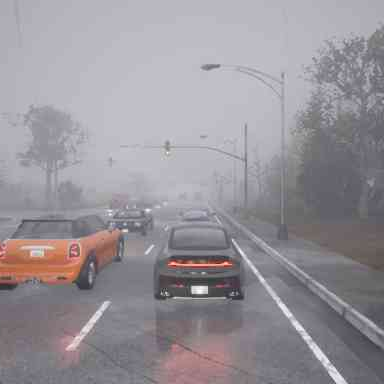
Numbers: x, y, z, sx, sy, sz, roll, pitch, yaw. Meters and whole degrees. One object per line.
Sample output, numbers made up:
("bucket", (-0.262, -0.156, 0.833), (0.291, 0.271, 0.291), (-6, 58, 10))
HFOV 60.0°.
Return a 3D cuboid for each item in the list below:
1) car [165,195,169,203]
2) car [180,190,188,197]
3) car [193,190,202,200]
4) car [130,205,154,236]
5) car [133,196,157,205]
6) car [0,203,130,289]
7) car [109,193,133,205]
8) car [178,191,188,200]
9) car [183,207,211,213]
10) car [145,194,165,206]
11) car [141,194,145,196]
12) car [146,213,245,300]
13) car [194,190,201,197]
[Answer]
("car", (-5.885, 1.409, 68.231), (1.994, 1.385, 4.181), (0, 2, 2))
("car", (-2.047, 0.341, 85.621), (1.812, 1.442, 4.674), (0, 3, 1))
("car", (1.252, 1.053, 75.139), (2.033, 1.411, 5.357), (0, 3, 1))
("car", (-3.250, 1.601, 18.449), (1.895, 1.301, 4.718), (0, 0, 0))
("car", (-6.412, 1.564, 45.790), (1.994, 1.385, 4.181), (0, 0, 1))
("car", (-3.328, 1.352, 9.315), (2.097, 1.767, 4.553), (0, 0, 1))
("car", (-9.901, 1.222, 46.291), (2.150, 2.045, 5.566), (0, 0, 1))
("car", (-2.247, 1.013, 75.204), (1.837, 1.490, 4.892), (0, 3, 1))
("car", (0.255, 1.526, 17.497), (1.812, 1.442, 4.674), (0, 0, 3))
("car", (-6.202, 1.477, 56.032), (1.882, 1.535, 5.008), (0, 0, 1))
("car", (-9.693, 1.526, 56.468), (1.812, 1.442, 4.674), (0, 0, 2))
("car", (0.160, 1.505, 8.375), (1.837, 1.490, 4.892), (0, 0, 1))
("car", (1.452, 0.316, 85.553), (1.837, 1.490, 4.892), (0, 3, 1))
